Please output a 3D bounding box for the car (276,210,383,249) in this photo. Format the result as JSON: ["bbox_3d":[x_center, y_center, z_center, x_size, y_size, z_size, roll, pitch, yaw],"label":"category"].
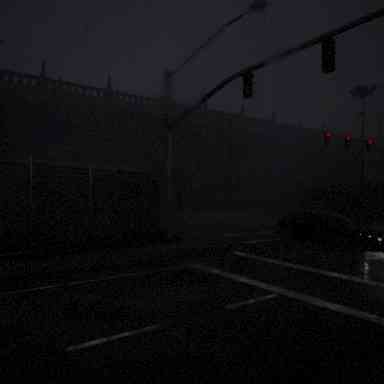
[{"bbox_3d":[6.150,1.657,15.363,1.837,1.490,4.892,0,0,-36],"label":"car"}]
